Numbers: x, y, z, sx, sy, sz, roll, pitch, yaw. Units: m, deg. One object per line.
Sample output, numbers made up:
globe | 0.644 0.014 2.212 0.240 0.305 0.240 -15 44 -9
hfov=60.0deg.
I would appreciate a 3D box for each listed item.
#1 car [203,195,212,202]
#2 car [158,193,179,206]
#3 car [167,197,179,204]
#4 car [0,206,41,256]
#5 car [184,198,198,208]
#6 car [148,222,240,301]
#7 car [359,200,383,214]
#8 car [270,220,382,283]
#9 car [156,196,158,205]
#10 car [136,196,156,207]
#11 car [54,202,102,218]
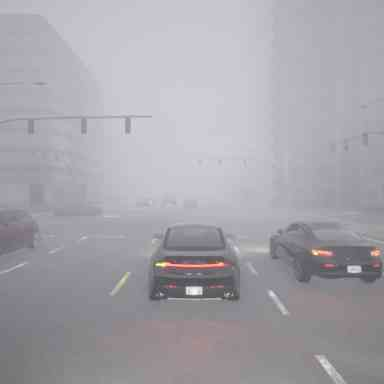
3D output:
car | 3.494 1.495 74.673 1.837 1.490 4.892 0 0 0
car | -3.610 1.217 53.318 2.150 2.045 5.566 0 0 1
car | -3.558 1.596 63.291 1.895 1.301 4.718 0 0 1
car | -7.110 1.351 11.452 2.097 1.767 4.553 0 0 -1
car | -0.128 1.560 48.925 1.994 1.385 4.181 0 0 2
car | 0.057 1.504 8.320 1.837 1.490 4.892 0 0 0
car | 20.841 1.545 35.441 5.357 1.411 2.033 0 0 1
car | 3.562 1.525 9.576 1.812 1.442 4.674 0 0 0
car | -7.078 1.473 59.900 1.882 1.535 5.008 0 0 0
car | -7.105 1.544 50.077 2.033 1.411 5.357 0 0 0
car | -10.318 1.561 30.199 4.181 1.385 1.994 0 0 -19
